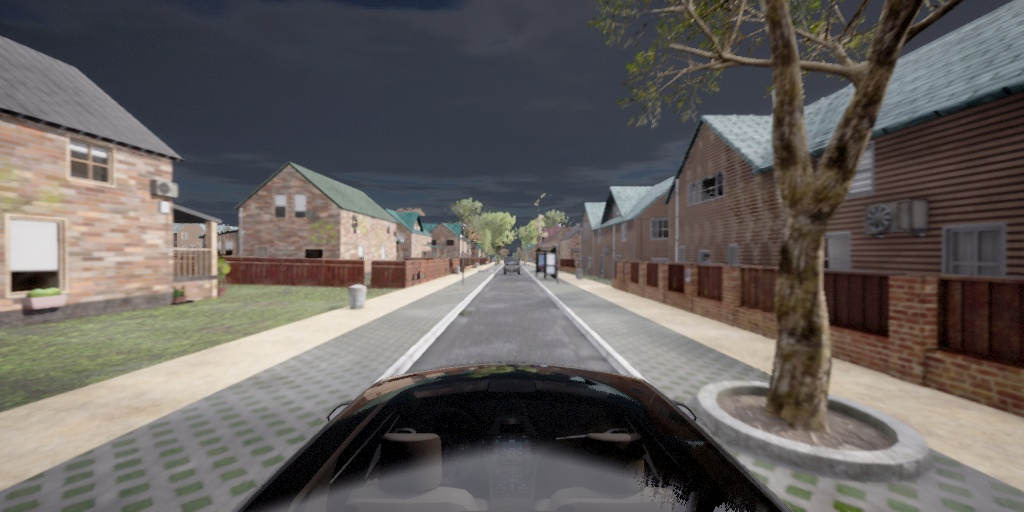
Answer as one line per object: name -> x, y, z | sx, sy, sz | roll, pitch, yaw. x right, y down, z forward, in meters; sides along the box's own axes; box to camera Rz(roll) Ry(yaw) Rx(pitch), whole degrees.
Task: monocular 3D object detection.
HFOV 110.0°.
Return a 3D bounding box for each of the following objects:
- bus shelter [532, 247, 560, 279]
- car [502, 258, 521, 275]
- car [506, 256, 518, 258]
bus shelter -> 2.992, 0.646, 30.663 | 1.920, 2.740, 3.880 | 0, 0, 0
car -> -0.011, 1.279, 39.873 | 2.128, 1.511, 4.902 | 0, 0, 0
car -> -0.030, 1.032, 50.124 | 2.150, 2.045, 5.566 | 0, 0, 0
